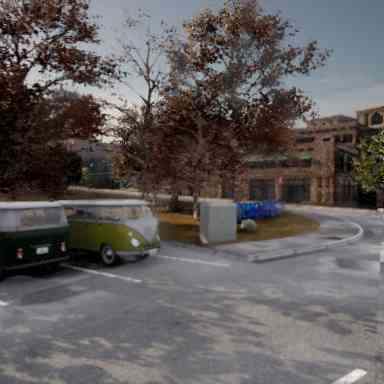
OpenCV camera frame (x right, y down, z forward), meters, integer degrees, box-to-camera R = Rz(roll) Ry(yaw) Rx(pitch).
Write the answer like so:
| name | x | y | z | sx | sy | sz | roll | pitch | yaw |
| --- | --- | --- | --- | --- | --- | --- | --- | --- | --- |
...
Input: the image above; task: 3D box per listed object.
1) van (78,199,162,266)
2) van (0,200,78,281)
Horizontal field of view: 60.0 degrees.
| name | x | y | z | sx | sy | sz | roll | pitch | yaw |
| --- | --- | --- | --- | --- | --- | --- | --- | --- | --- |
| van | -2.999 | 1.249 | 11.299 | 4.442 | 1.987 | 1.878 | -1 | -1 | 35 |
| van | -5.595 | 1.261 | 9.716 | 4.442 | 1.987 | 1.878 | -1 | 0 | 35 |
